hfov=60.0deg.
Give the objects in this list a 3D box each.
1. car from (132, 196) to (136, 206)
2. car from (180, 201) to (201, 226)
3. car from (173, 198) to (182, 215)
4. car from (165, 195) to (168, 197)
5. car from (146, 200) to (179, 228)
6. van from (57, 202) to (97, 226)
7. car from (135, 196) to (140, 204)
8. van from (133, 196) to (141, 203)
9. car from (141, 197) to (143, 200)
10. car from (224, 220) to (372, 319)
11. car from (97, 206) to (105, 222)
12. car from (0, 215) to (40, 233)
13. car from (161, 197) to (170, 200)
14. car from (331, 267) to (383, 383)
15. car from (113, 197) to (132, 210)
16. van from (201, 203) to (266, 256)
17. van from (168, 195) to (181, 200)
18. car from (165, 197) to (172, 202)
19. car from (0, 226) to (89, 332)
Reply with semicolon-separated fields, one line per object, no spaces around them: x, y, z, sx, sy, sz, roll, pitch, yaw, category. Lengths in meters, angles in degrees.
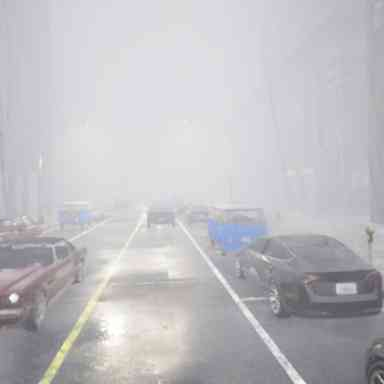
-12.072;1.976;62.386;1.887;1.381;4.507;-1;0;-6;car
0.442;1.615;24.025;1.947;1.339;4.313;-1;0;-6;car
-0.712;1.647;35.239;1.887;1.381;4.507;-1;0;-6;car
-3.023;1.532;57.668;2.192;1.841;5.009;-1;0;-6;car
-2.204;1.583;23.539;1.882;1.535;5.008;-1;0;-6;car
-8.039;1.573;23.141;1.690;1.788;3.998;-1;0;-6;van
-13.225;2.044;73.599;2.008;1.369;4.403;-1;0;-6;car
-14.959;1.933;90.420;1.690;1.788;3.998;-1;0;-6;van
-14.378;2.109;84.812;2.008;1.369;4.403;-1;0;-6;car
2.172;1.536;7.204;1.947;1.339;4.313;-1;0;-6;car
-8.595;1.783;28.577;1.752;1.417;4.829;-1;0;-6;car
-6.884;1.620;11.927;1.967;1.590;4.097;-1;0;-6;car
-4.145;1.760;42.400;1.994;1.385;4.181;-1;0;-6;car
2.749;1.510;1.597;1.947;1.339;4.313;-1;0;-6;car
-10.923;1.686;51.174;2.192;1.841;5.009;-1;0;-6;car
1.591;1.337;12.812;1.690;1.788;3.998;-1;0;-6;van
-2.446;1.529;52.061;1.690;1.788;3.998;-1;0;-6;van
-6.478;1.991;91.308;1.802;1.307;4.206;-1;0;-6;car
-3.604;1.697;7.038;1.895;1.301;4.718;-1;0;-6;car
